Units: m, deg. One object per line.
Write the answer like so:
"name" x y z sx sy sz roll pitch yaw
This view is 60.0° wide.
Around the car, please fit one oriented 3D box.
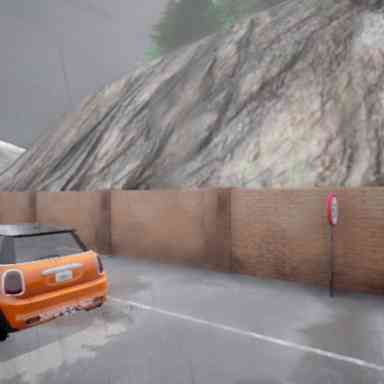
"car" -3.830 1.410 6.655 4.553 1.767 2.097 -1 0 35
